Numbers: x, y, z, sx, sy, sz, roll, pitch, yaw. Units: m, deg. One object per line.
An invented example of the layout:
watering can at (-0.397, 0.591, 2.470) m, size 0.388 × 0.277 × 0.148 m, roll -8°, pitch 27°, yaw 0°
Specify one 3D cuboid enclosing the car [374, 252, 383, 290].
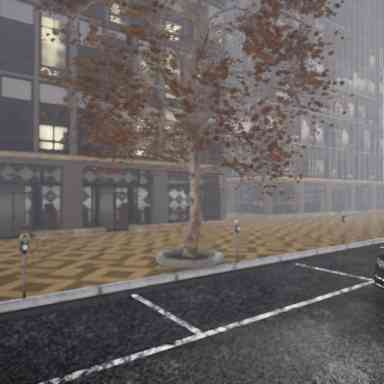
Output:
car at (6.141, 1.492, 7.760) m, size 4.902 × 1.511 × 2.128 m, roll 0°, pitch 0°, yaw -36°
